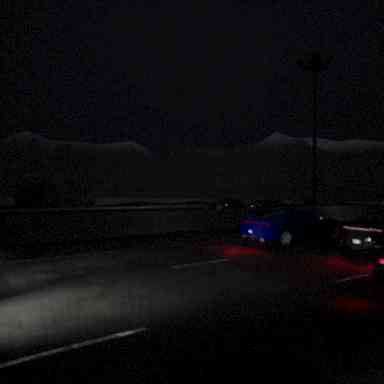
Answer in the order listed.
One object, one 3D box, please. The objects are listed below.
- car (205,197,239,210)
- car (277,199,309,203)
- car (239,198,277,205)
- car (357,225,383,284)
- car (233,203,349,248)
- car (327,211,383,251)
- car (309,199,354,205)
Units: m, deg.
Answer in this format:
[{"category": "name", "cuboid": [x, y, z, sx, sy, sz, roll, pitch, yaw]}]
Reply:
[{"category": "car", "cuboid": [3.797, 1.410, 38.317, 4.892, 1.490, 1.837, 0, 0, -26]}, {"category": "car", "cuboid": [11.420, 1.441, 34.202, 4.674, 1.442, 1.812, 0, 0, -24]}, {"category": "car", "cuboid": [8.030, 1.415, 36.477, 4.892, 1.490, 1.837, 0, 0, -25]}, {"category": "car", "cuboid": [6.500, 1.528, 7.803, 5.357, 1.411, 2.033, 0, 0, -31]}, {"category": "car", "cuboid": [4.493, 1.441, 14.701, 5.008, 1.535, 1.882, 0, 0, -30]}, {"category": "car", "cuboid": [7.697, 1.461, 12.497, 4.902, 1.511, 2.128, 0, 0, -30]}, {"category": "car", "cuboid": [13.567, 1.487, 31.319, 4.181, 1.385, 1.994, 0, 0, -24]}]
